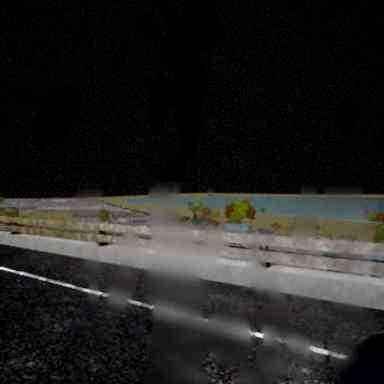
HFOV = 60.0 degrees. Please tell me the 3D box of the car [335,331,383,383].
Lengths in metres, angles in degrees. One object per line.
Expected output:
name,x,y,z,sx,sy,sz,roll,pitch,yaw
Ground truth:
car,2.992,1.552,1.869,4.181,1.385,1.994,-1,0,35
